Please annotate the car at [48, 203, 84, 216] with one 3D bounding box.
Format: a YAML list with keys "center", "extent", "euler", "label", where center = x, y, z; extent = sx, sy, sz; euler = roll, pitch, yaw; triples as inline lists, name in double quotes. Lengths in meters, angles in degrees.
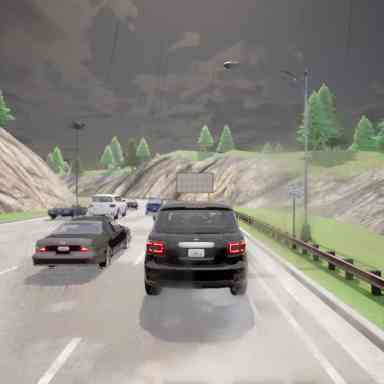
- center: [-10.490, 1.601, 28.444]
  extent: [1.895, 1.301, 4.718]
  euler: [0, 0, -1]
  label: "car"

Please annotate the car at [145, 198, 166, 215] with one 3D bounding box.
- center: [-3.789, 1.477, 35.295]
  extent: [1.882, 1.535, 5.008]
  euler: [0, 0, -3]
  label: "car"

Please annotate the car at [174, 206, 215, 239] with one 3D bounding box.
- center: [0.109, 1.559, 18.064]
  extent: [1.994, 1.385, 4.181]
  euler: [0, 0, 0]
  label: "car"

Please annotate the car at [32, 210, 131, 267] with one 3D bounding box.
- center: [-3.411, 1.547, 11.314]
  extent: [2.033, 1.411, 5.357]
  euler: [0, 0, 0]
  label: "car"

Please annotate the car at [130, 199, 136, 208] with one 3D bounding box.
- center: [-8.044, 1.601, 43.515]
  extent: [1.895, 1.301, 4.718]
  euler: [0, 0, -7]
  label: "car"

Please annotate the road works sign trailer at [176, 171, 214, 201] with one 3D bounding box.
- center: [0.189, 0.464, 21.560]
  extent: [2.380, 3.560, 2.880]
  euler: [0, 0, 0]
  label: "road works sign trailer"

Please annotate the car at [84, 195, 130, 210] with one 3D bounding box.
- center: [-6.978, 1.222, 28.026]
  extent: [2.150, 2.045, 5.566]
  euler: [0, 0, -1]
  label: "car"

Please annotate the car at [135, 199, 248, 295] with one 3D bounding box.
- center: [0.088, 1.221, 8.840]
  extent: [2.150, 2.045, 5.566]
  euler: [0, 0, 0]
  label: "car"
